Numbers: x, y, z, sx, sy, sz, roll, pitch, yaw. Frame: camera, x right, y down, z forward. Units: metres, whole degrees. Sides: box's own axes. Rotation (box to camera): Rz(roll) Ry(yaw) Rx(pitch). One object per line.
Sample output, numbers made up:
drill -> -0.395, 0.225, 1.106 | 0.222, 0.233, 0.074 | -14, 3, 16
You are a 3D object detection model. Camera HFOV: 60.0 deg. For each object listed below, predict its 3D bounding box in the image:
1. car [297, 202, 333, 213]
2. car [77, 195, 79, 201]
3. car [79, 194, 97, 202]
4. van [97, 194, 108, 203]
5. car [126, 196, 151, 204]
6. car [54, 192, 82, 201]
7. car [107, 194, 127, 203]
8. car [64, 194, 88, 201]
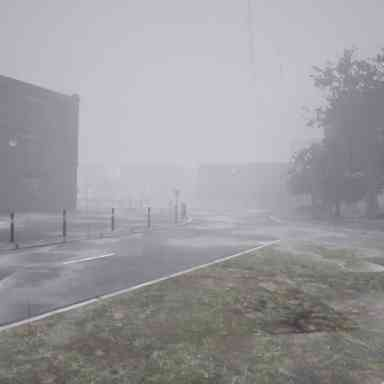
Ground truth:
car -> 17.607, 2.194, 47.843 | 5.008, 1.535, 1.882 | 1, -1, -6
car -> -24.348, 1.390, 74.987 | 2.097, 1.535, 5.008 | 2, 0, 31
car -> -21.845, 1.333, 73.510 | 2.185, 1.767, 4.553 | 2, 0, 31
van -> -17.276, 1.353, 70.560 | 1.878, 1.987, 4.442 | 1, -1, 31
car -> -10.111, 1.764, 66.296 | 2.163, 1.488, 4.792 | 1, -1, 31
car -> -28.961, 1.011, 77.842 | 2.435, 2.045, 5.566 | 2, 0, 31
car -> -14.718, 1.514, 69.174 | 2.185, 1.767, 4.553 | 1, -1, 31
car -> -26.609, 1.329, 76.377 | 2.231, 1.521, 4.892 | 2, 0, 31
